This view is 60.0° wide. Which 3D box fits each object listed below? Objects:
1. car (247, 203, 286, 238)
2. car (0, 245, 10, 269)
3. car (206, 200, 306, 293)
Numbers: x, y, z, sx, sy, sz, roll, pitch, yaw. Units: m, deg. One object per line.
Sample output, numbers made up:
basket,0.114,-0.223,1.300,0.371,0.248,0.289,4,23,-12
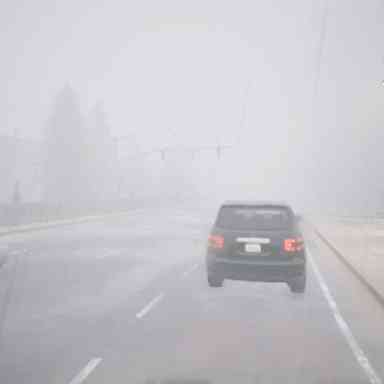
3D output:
car,4.309,1.480,18.905,1.882,1.535,5.008,0,0,14
car,-6.099,1.602,6.642,1.895,1.301,4.718,0,0,10
car,1.825,1.220,9.175,2.150,2.045,5.566,0,0,13
